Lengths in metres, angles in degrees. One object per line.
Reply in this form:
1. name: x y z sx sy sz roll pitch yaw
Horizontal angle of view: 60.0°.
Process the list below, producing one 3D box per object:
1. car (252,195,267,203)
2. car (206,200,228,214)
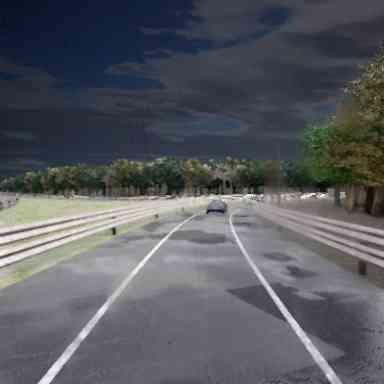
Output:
1. car: 13.253 1.341 64.816 2.128 1.511 4.902 0 0 29
2. car: 2.759 1.563 35.704 1.994 1.385 4.181 1 0 12
